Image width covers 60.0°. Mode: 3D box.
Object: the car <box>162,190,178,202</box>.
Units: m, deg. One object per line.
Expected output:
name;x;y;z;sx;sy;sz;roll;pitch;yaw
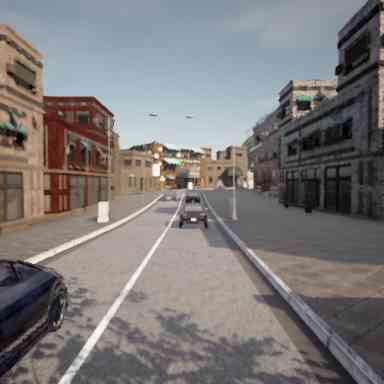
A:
car;-3.077;0.511;46.293;1.812;1.442;4.674;1;3;0

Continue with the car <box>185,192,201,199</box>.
car;0.095;0.738;42.193;1.882;1.535;5.008;0;3;0

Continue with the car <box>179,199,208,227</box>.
car;0.098;1.490;22.529;1.812;1.442;4.674;0;1;0

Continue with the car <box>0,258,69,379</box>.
car;-3.100;1.562;4.025;1.994;1.385;4.181;0;0;0
